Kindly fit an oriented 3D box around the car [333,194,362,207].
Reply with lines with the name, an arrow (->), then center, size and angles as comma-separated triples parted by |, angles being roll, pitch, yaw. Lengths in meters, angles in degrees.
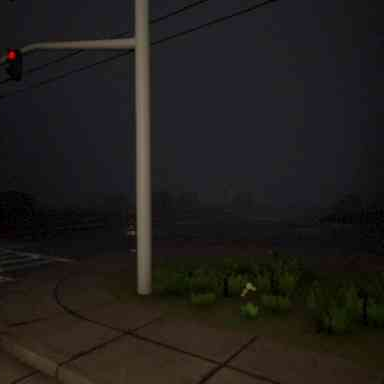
car -> 19.681, 1.221, 42.135 | 1.905, 1.878, 3.866 | -6, -1, -8
